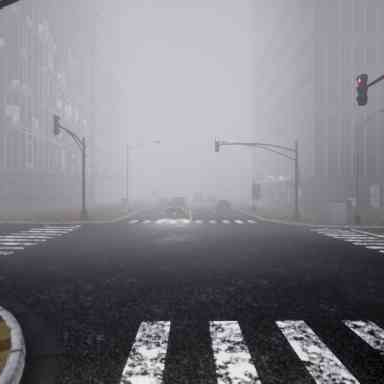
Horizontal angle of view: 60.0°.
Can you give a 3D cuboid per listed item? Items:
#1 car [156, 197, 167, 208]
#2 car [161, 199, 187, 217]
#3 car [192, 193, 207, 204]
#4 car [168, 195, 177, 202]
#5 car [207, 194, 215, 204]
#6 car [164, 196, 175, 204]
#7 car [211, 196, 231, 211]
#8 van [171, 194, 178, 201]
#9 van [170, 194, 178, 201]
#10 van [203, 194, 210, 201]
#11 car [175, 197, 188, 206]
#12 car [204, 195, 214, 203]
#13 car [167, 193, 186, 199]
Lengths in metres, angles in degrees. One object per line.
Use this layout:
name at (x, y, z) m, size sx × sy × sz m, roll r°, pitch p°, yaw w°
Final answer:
car at (-4.163, 1.592, 47.264) m, size 1.802 × 1.307 × 4.206 m, roll 0°, pitch 0°, yaw 0°
car at (-1.581, 1.618, 31.824) m, size 1.895 × 1.301 × 4.718 m, roll 0°, pitch 0°, yaw -1°
car at (1.141, 1.220, 62.791) m, size 2.150 × 2.045 × 5.566 m, roll 0°, pitch 0°, yaw 0°
car at (-4.361, 1.426, 74.902) m, size 1.967 × 1.590 × 4.097 m, roll 0°, pitch 0°, yaw 0°
car at (3.599, 1.313, 63.903) m, size 2.192 × 1.841 × 5.009 m, roll 0°, pitch 0°, yaw 0°
car at (-4.281, 1.564, 63.847) m, size 1.947 × 1.339 × 4.313 m, roll 0°, pitch 0°, yaw 0°
car at (3.806, 1.579, 41.795) m, size 1.947 × 1.339 × 4.313 m, roll 0°, pitch 0°, yaw 0°
van at (-4.440, 1.315, 85.957) m, size 1.690 × 1.788 × 3.998 m, roll 0°, pitch 0°, yaw 0°
van at (-4.401, 1.321, 80.429) m, size 1.690 × 1.788 × 3.998 m, roll 0°, pitch 0°, yaw 0°
van at (3.479, 1.321, 80.486) m, size 1.690 × 1.788 × 3.998 m, roll 0°, pitch 0°, yaw 0°
car at (-1.749, 1.552, 56.421) m, size 2.033 × 1.411 × 5.357 m, roll 0°, pitch 0°, yaw 0°
car at (3.559, 1.432, 69.431) m, size 1.967 × 1.590 × 4.097 m, roll 0°, pitch 0°, yaw 0°
car at (-1.660, 1.365, 42.095) m, size 2.097 × 1.767 × 4.553 m, roll 0°, pitch 0°, yaw -1°
